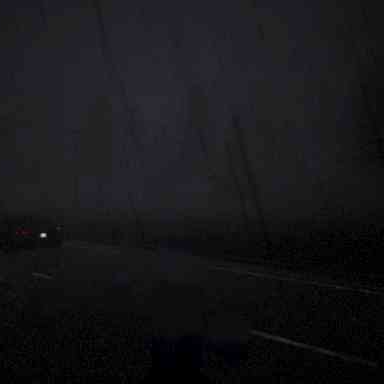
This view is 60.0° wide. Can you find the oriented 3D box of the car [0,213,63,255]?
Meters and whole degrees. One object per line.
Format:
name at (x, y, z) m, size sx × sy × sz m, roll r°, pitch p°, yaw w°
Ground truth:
car at (-7.050, 1.542, 13.302) m, size 4.181 × 1.385 × 1.994 m, roll 0°, pitch 0°, yaw 36°
